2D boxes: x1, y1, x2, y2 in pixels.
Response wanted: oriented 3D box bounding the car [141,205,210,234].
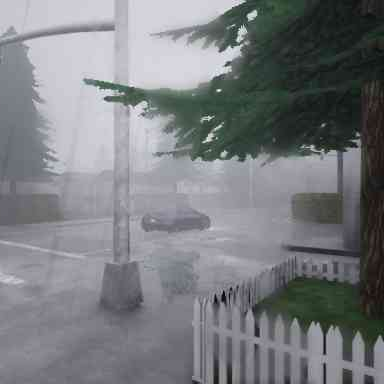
[{"bbox_3d":[-0.754,1.396,17.849,1.994,1.385,4.181,3,1,35],"label":"car"}]
